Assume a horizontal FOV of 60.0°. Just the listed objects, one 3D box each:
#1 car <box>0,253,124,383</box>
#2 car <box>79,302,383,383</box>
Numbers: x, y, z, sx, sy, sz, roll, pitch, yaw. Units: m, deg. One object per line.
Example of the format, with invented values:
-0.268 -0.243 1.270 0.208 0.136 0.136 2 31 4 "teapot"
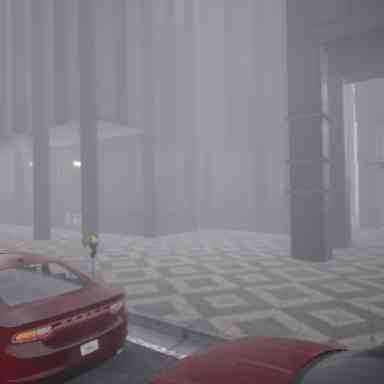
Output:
-2.941 1.592 4.957 4.507 1.381 1.887 -1 -1 36 "car"
1.637 1.540 1.691 4.507 1.381 1.887 -1 -1 36 "car"
